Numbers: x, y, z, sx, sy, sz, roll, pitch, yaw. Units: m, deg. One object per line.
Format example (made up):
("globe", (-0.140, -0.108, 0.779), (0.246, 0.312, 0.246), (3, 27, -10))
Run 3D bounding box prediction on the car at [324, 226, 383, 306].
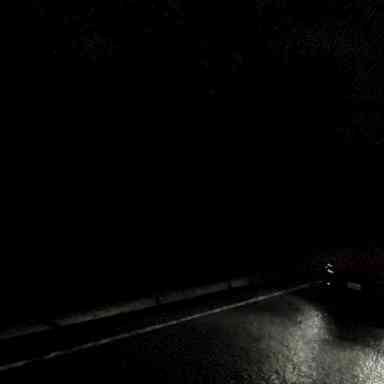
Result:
("car", (5.084, 1.537, 7.836), (5.008, 1.535, 1.882), (0, -1, -37))
